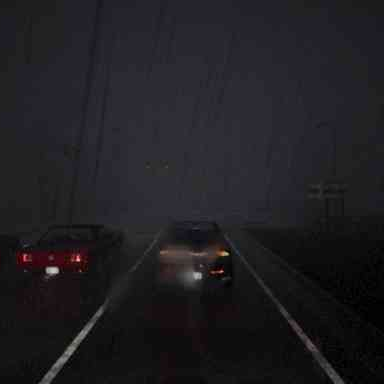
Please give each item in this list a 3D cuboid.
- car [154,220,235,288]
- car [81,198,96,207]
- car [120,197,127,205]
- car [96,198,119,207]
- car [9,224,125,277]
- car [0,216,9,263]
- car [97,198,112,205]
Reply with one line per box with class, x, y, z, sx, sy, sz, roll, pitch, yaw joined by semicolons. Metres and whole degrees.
car;0.070;1.545;9.362;2.128;1.511;4.902;0;0;0
car;-18.534;1.855;60.181;1.812;1.442;4.674;0;0;1
car;-14.976;1.908;69.893;2.128;1.511;4.902;0;0;0
car;-15.048;1.831;59.592;1.837;1.490;4.892;0;0;0
car;-3.426;1.659;10.439;1.895;1.301;4.718;0;0;0
car;-6.931;1.599;9.255;2.033;1.411;5.357;0;0;0
car;-18.476;1.980;70.475;1.895;1.301;4.718;0;0;0
